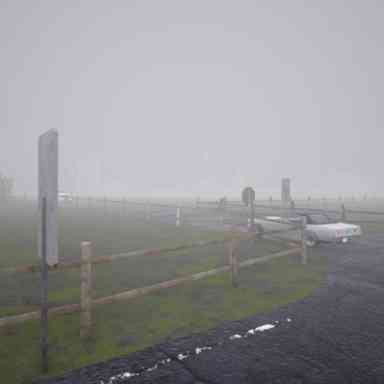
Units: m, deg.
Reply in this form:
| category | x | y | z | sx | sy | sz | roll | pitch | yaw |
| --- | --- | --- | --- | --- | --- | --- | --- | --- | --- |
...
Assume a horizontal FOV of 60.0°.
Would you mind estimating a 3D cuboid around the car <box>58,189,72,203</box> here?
| category | x | y | z | sx | sy | sz | roll | pitch | yaw |
| --- | --- | --- | --- | --- | --- | --- | --- | --- | --- |
| car | -19.651 | 0.560 | 49.415 | 2.150 | 2.045 | 5.566 | 0 | 1 | -37 |

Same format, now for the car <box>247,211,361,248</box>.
| category | x | y | z | sx | sy | sz | roll | pitch | yaw |
| --- | --- | --- | --- | --- | --- | --- | --- | --- | --- |
| car | 4.604 | 1.498 | 14.496 | 1.895 | 1.301 | 4.718 | 0 | 1 | -33 |
